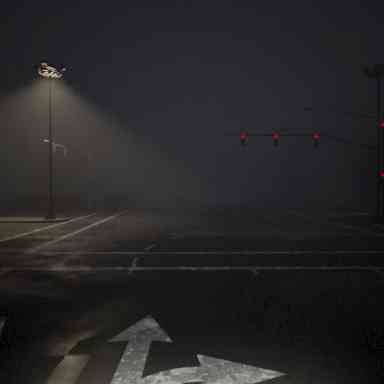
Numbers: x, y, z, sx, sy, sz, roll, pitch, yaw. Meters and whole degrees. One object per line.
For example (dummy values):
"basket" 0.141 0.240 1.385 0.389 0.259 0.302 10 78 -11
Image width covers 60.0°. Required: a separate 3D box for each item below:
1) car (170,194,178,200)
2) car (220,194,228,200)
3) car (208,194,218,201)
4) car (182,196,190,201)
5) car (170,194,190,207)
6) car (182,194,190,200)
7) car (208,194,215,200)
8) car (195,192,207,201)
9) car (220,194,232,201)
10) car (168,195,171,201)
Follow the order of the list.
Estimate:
"car" -5.016 1.385 93.012 1.994 1.385 4.181 0 0 0
"car" 8.984 1.356 92.930 1.812 1.442 4.674 0 0 0
"car" 5.433 1.590 84.227 1.895 1.301 4.718 0 0 0
"car" -1.569 1.589 83.851 1.895 1.301 4.718 0 0 0
"car" -1.755 1.492 51.959 2.128 1.511 4.902 0 0 0
"car" -1.516 1.357 92.991 2.128 1.511 4.902 0 0 0
"car" 5.484 1.356 92.950 1.812 1.442 4.674 0 0 0
"car" 1.928 1.218 83.414 2.150 2.045 5.566 0 0 0
"car" 8.928 1.533 83.343 2.033 1.411 5.357 0 0 0
"car" -5.067 1.495 84.258 1.837 1.490 4.892 0 0 0
